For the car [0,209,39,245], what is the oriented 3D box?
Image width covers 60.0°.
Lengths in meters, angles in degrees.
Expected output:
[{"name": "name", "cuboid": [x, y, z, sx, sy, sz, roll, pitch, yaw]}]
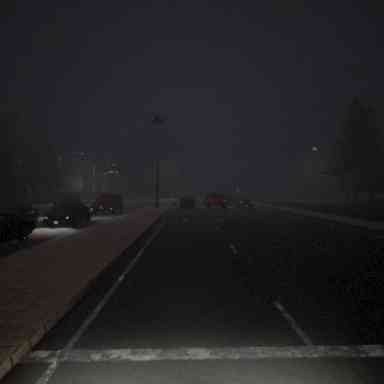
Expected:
[{"name": "car", "cuboid": [-8.238, 1.560, 13.389, 1.895, 1.301, 4.718, 0, 0, -1]}]

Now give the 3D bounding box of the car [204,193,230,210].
[{"name": "car", "cuboid": [2.980, 1.091, 41.269, 2.150, 2.045, 5.566, 0, 0, -1]}]

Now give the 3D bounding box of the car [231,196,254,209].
[{"name": "car", "cuboid": [6.473, 1.393, 41.780, 1.812, 1.442, 4.674, 0, 0, -1]}]

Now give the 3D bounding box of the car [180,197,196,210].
[{"name": "car", "cuboid": [-0.521, 1.348, 41.310, 1.882, 1.535, 5.008, 0, 0, -1]}]

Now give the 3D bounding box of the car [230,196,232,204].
[{"name": "car", "cuboid": [6.334, 1.328, 51.885, 2.128, 1.511, 4.902, 0, 0, -1]}]

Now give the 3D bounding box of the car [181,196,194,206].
[{"name": "car", "cuboid": [-0.665, 1.402, 51.857, 1.994, 1.385, 4.181, 0, 0, -1]}]

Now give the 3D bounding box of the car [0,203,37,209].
[{"name": "car", "cuboid": [-11.849, 1.459, 22.166, 1.812, 1.442, 4.674, 0, 0, -1]}]

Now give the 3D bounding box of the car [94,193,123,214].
[{"name": "car", "cuboid": [-8.454, 1.117, 33.740, 2.150, 2.045, 5.566, 0, 0, 0]}]

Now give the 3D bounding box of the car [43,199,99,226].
[{"name": "car", "cuboid": [-8.363, 1.477, 23.034, 2.033, 1.411, 5.357, 0, 0, -1]}]

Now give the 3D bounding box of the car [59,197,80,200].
[{"name": "car", "cuboid": [-11.938, 1.255, 31.864, 2.097, 1.767, 4.553, 0, 0, 0]}]
